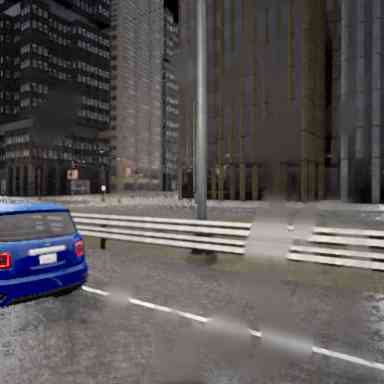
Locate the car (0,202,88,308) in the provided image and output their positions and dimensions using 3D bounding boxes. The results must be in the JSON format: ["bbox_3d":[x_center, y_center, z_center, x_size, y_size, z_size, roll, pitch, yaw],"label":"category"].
[{"bbox_3d":[-4.658,1.241,7.326,5.566,2.045,2.150,0,0,36],"label":"car"}]
